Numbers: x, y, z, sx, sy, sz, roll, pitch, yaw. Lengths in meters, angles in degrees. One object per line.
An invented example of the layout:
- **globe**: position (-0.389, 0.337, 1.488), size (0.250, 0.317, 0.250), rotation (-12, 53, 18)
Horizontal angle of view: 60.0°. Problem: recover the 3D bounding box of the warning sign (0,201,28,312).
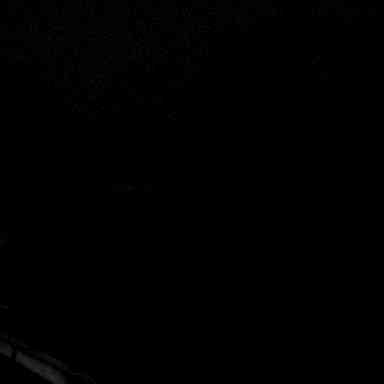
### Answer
- **warning sign**: position (-3.852, 1.113, 5.841), size (1.060, 1.860, 1.300), rotation (2, -1, 35)
